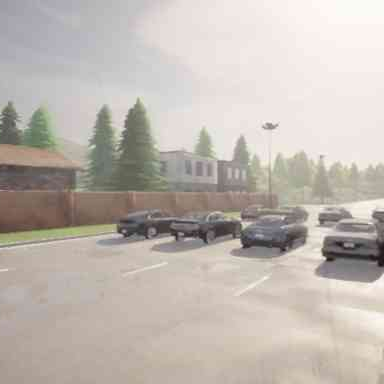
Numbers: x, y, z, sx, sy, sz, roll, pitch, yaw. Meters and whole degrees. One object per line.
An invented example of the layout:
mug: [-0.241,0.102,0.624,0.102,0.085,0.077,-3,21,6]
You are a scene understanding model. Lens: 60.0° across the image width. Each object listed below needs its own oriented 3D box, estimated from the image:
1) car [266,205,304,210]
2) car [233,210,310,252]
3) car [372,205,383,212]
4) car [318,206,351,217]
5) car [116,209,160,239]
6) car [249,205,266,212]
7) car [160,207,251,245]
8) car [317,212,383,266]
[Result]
car: [8.562,1.857,28.593,2.033,1.411,5.357,-1,-1,34]
car: [3.813,1.729,14.993,1.994,1.385,4.181,-1,-1,34]
car: [14.951,1.754,25.551,2.128,1.511,4.902,-1,-1,34]
car: [11.481,1.829,26.664,2.033,1.411,5.357,-1,-1,34]
car: [-2.068,1.727,18.792,1.837,1.490,4.892,-1,0,34]
car: [6.183,1.909,31.321,1.994,1.385,4.181,-1,-1,34]
car: [0.858,1.685,16.872,2.128,1.511,4.902,-1,-1,34]
car: [6.155,1.676,12.206,2.033,1.411,5.357,-1,-1,34]
